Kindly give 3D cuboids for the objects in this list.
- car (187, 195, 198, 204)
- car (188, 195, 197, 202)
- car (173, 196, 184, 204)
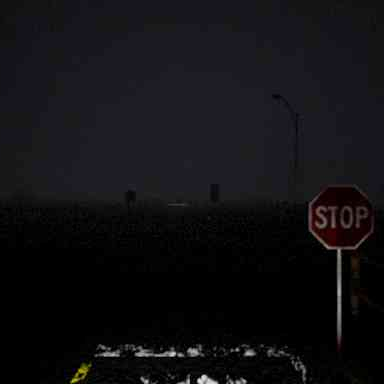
[{"bbox_3d":[0.137,1.526,61.226,1.812,1.442,4.674,0,0,0],"label":"car"},{"bbox_3d":[0.159,1.335,71.232,1.837,1.490,4.892,0,0,0],"label":"car"},{"bbox_3d":[-2.605,1.479,65.406,1.882,1.535,5.008,0,0,0],"label":"car"}]
